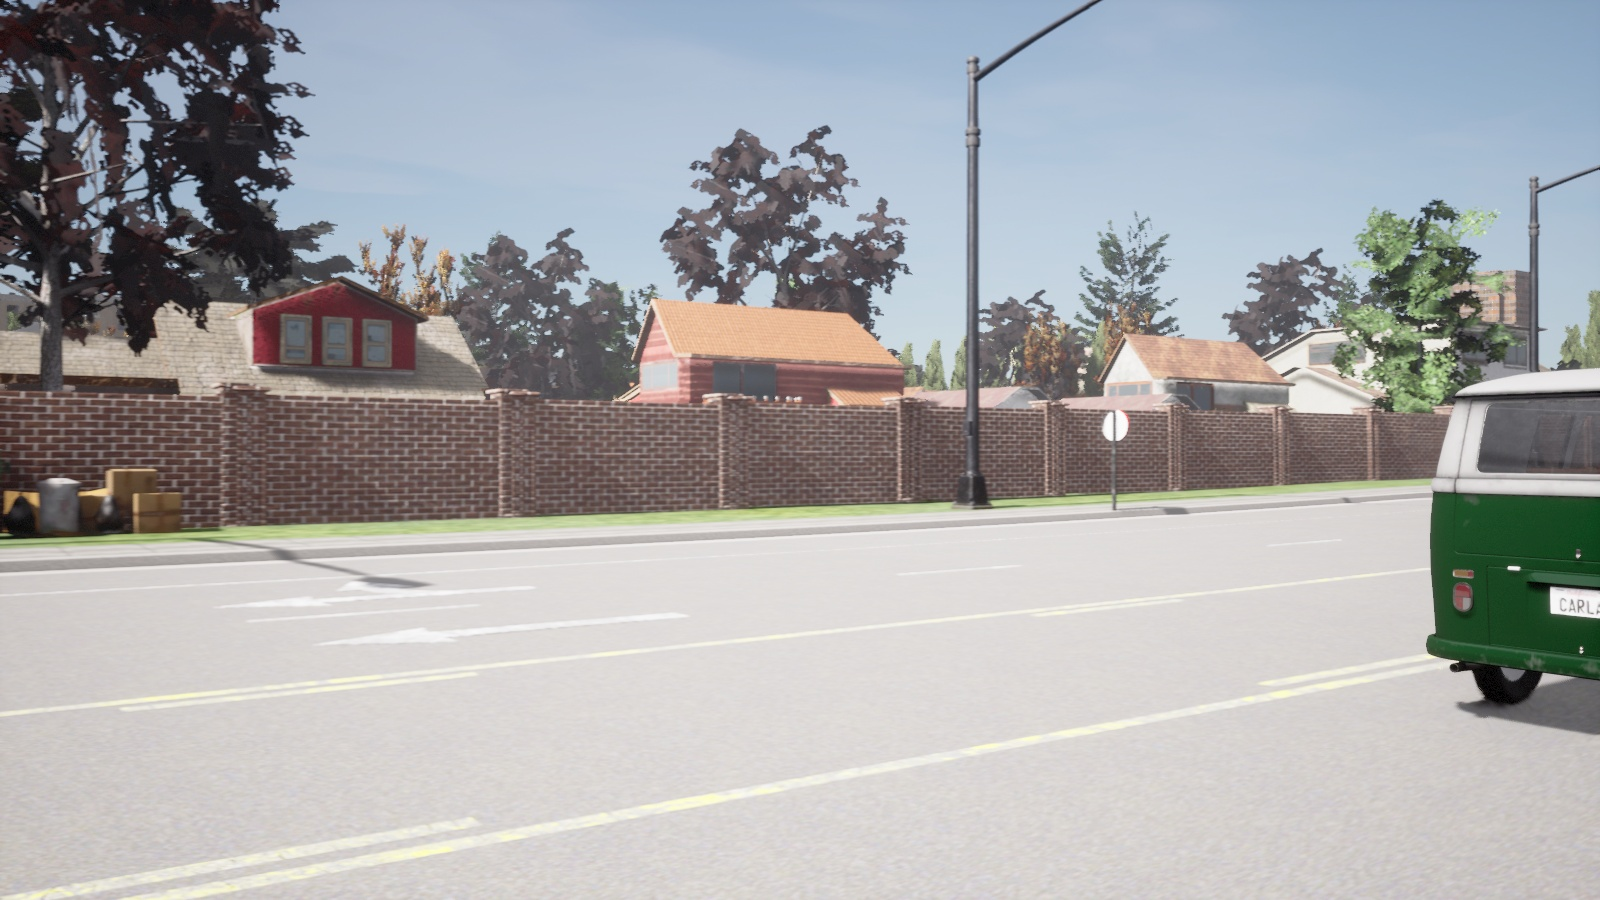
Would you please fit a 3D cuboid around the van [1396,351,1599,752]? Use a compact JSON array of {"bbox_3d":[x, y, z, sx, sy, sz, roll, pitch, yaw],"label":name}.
[{"bbox_3d":[5.701,0.493,7.627,4.442,1.987,1.775,0,0,-35],"label":"van"}]
